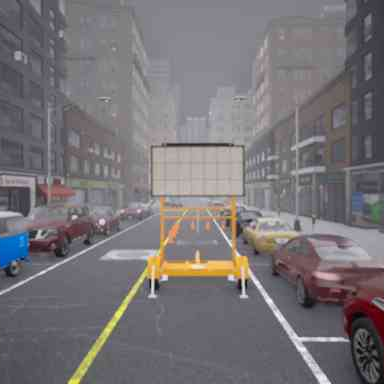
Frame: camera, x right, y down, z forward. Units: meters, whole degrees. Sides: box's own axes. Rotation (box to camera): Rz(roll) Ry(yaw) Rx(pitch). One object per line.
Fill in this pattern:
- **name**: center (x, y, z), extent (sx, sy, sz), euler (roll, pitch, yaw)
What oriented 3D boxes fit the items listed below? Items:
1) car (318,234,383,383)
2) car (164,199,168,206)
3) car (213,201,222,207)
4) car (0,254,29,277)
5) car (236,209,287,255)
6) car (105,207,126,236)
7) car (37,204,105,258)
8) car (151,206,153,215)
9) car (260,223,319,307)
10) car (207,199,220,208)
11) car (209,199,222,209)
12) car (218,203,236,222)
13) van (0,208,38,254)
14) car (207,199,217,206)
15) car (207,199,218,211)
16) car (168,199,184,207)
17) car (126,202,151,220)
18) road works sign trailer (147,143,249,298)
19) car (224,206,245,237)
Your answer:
- **car**: center (2.910, 1.325, 2.212), extent (2.192, 1.841, 5.009), euler (-1, 0, 1)
- **car**: center (-4.766, 2.009, 63.765), extent (1.887, 1.381, 4.507), euler (-1, 0, 1)
- **car**: center (3.307, 1.764, 30.136), extent (2.008, 1.369, 4.403), euler (-1, 0, 1)
- **car**: center (-3.050, 1.512, 1.552), extent (2.128, 1.511, 4.902), euler (0, 0, 1)
- **car**: center (3.072, 1.619, 13.551), extent (1.752, 1.417, 4.829), euler (-1, 0, 1)
- **car**: center (-5.386, 1.596, 19.085), extent (1.967, 1.590, 4.097), euler (-1, 0, 1)
- **car**: center (-5.466, 1.431, 13.501), extent (2.192, 1.841, 5.009), euler (-1, 0, 1)
- **car**: center (-5.152, 1.858, 35.839), extent (1.802, 1.307, 4.206), euler (-1, 0, 1)
- **car**: center (2.992, 1.633, 7.795), extent (1.802, 1.307, 4.206), euler (-1, 0, 1)
- **car**: center (3.700, 1.969, 58.062), extent (1.947, 1.339, 4.313), euler (-1, 0, 1)
- **car**: center (3.623, 1.893, 52.647), extent (1.752, 1.417, 4.829), euler (-1, 0, 1)
- **car**: center (3.228, 1.739, 24.551), extent (1.947, 1.339, 4.313), euler (-1, 0, 1)
- **van**: center (-5.543, 1.416, 7.916), extent (1.690, 1.788, 3.998), euler (-1, 0, 1)
- **car**: center (3.779, 2.022, 63.647), extent (1.802, 1.307, 4.206), euler (-1, 0, 1)
- **car**: center (3.543, 1.880, 46.892), extent (2.008, 1.369, 4.403), euler (-1, 0, 1)
- **car**: center (-2.305, 1.895, 53.277), extent (1.837, 1.490, 4.892), euler (0, -1, 1)
- **car**: center (-5.232, 1.677, 30.255), extent (1.967, 1.590, 4.097), euler (-1, 0, 1)
- **road works sign trailer**: center (0.151, 0.530, 8.676), extent (2.380, 3.560, 2.880), euler (0, 0, 1)
- **car**: center (3.149, 1.698, 18.966), extent (1.947, 1.339, 4.313), euler (-1, 0, 1)
